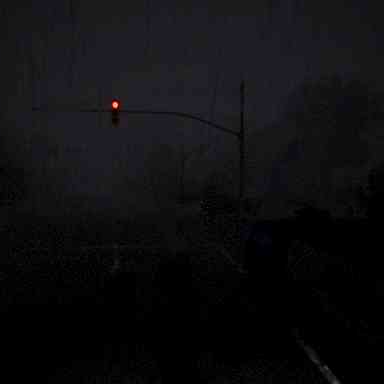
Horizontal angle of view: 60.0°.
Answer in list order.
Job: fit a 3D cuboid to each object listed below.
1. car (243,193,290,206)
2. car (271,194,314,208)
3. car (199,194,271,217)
[{"bbox_3d":[8.328,0.827,37.292,4.718,1.301,1.895,1,1,-17],"label":"car"},{"bbox_3d":[9.782,0.888,34.074,5.357,1.411,2.033,1,1,-17],"label":"car"},{"bbox_3d":[2.923,0.960,24.619,4.902,1.511,2.128,0,2,-17],"label":"car"}]
